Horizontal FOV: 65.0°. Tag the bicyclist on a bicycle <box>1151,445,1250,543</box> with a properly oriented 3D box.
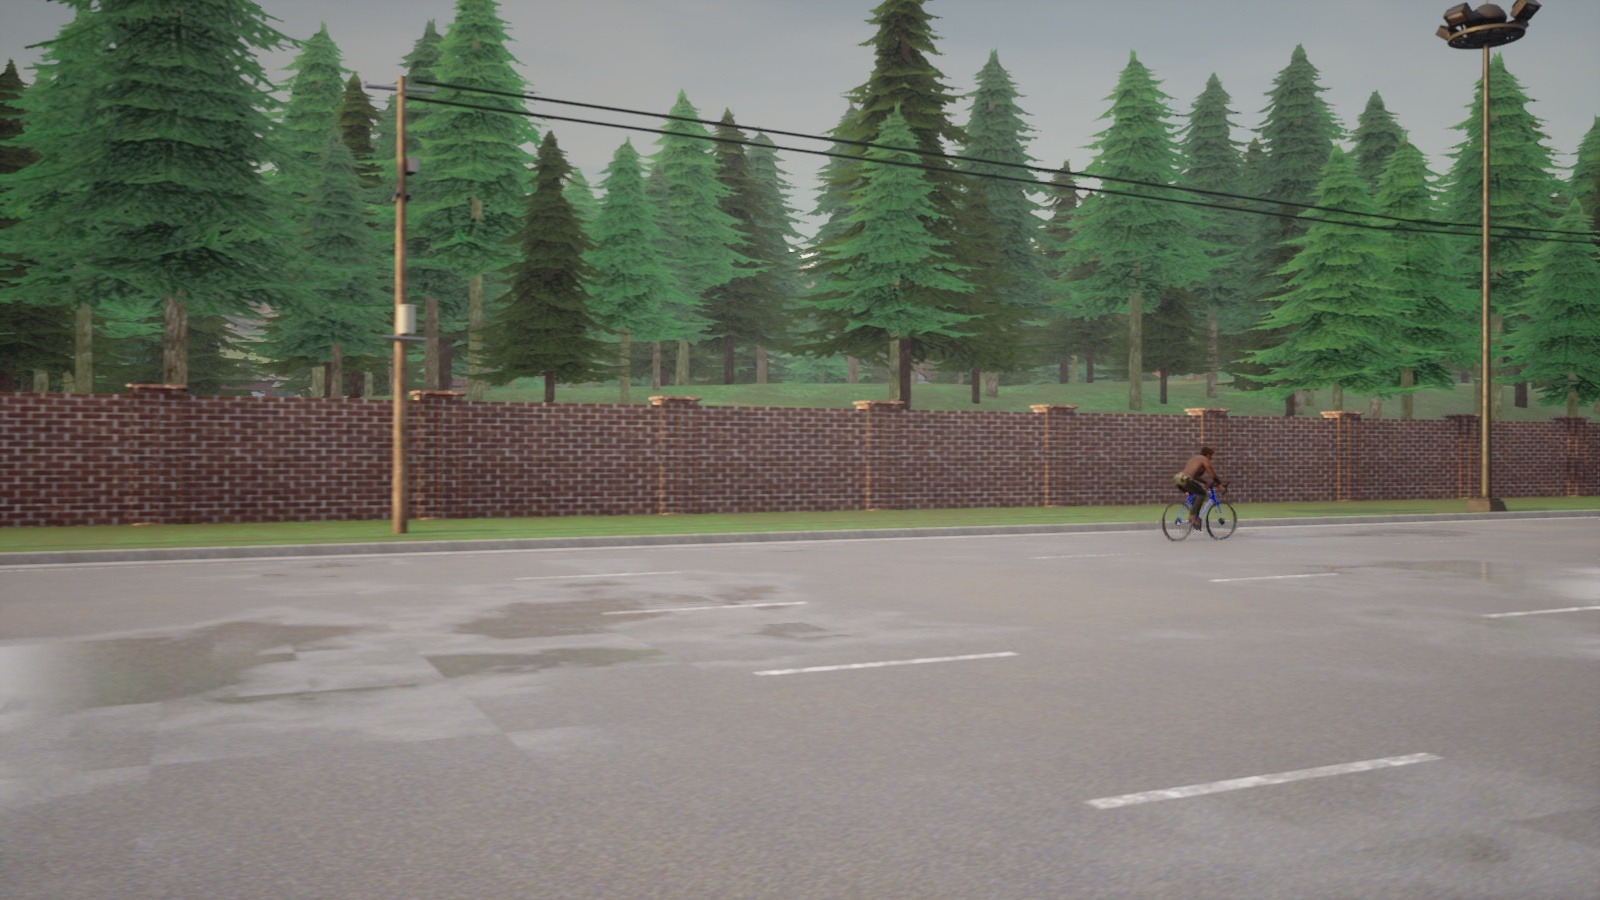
[{"bbox_3d":[6.841,0.735,21.460,1.656,1.620,0.582,0,0,-25],"label":"bicyclist on a bicycle"}]
